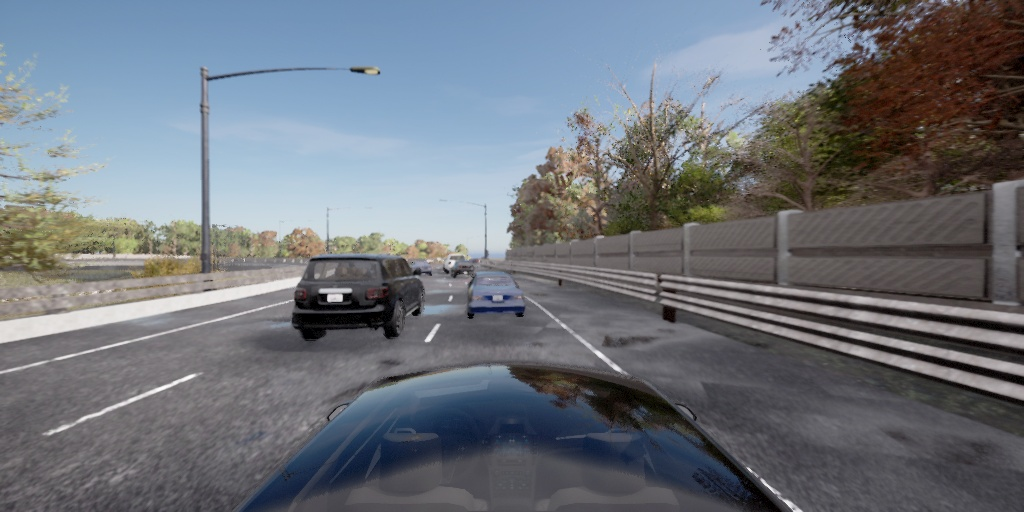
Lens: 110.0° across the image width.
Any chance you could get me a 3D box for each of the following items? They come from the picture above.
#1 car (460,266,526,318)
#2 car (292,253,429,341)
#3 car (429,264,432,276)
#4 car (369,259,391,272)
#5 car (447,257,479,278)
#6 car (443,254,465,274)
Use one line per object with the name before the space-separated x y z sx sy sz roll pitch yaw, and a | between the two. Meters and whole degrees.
car | -0.702 1.250 12.831 2.033 1.411 5.357 0 0 -7
car | -3.906 0.953 10.093 2.150 2.045 5.566 0 0 -5
car | -8.985 1.188 35.397 2.033 1.411 5.357 0 0 -18
car | -16.972 1.125 45.978 2.128 1.511 4.902 0 0 -26
car | -4.439 1.138 32.085 1.837 1.490 4.892 0 0 -14
car | -6.053 0.835 38.452 2.150 2.045 5.566 0 0 -14
